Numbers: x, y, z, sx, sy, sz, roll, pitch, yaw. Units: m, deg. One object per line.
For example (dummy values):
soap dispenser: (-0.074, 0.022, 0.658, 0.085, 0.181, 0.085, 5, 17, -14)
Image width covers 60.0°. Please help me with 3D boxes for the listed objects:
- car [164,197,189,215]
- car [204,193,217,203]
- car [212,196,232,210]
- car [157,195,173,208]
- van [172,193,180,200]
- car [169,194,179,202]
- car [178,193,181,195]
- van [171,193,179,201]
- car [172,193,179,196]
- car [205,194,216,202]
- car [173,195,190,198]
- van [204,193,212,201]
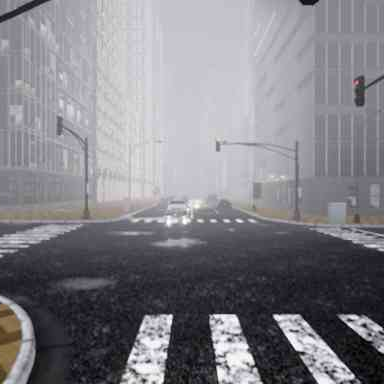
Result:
car: (-1.470, 1.489, 33.293, 1.812, 1.442, 4.674, 0, 0, 0)
car: (3.835, 1.209, 64.160, 2.192, 1.841, 5.009, 0, 0, 0)
car: (3.960, 1.511, 42.052, 1.947, 1.339, 4.313, 0, 0, 0)
car: (-3.989, 1.515, 47.551, 1.802, 1.307, 4.206, 0, 0, 0)
van: (-4.120, 1.175, 86.244, 1.690, 1.788, 3.998, 0, 0, 0)
car: (-4.083, 1.304, 75.189, 1.967, 1.590, 4.097, 0, 0, 0)
car: (-1.497, 1.395, 67.065, 1.837, 1.490, 4.892, 0, 0, 0)
van: (-4.101, 1.190, 80.716, 1.690, 1.788, 3.998, 0, 0, 0)
car: (-4.045, 1.460, 64.134, 1.947, 1.339, 4.313, 0, 0, 0)
car: (3.816, 1.319, 69.688, 1.967, 1.590, 4.097, 0, 0, 0)
car: (-1.511, 1.536, 46.868, 1.895, 1.301, 4.718, 0, 0, 0)
van: (3.779, 1.190, 80.743, 1.690, 1.788, 3.998, 0, 0, 0)
